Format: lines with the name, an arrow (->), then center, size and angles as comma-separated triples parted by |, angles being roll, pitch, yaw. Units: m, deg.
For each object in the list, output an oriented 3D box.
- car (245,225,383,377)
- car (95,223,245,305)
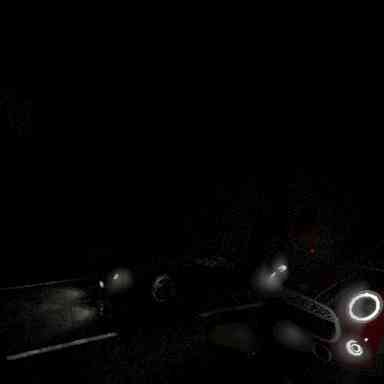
car -> 3.410, 1.335, 5.342 | 4.553, 1.767, 2.097 | 0, 1, -23
car -> 0.549, 1.493, 7.955 | 5.357, 1.411, 2.033 | 0, 0, -27
